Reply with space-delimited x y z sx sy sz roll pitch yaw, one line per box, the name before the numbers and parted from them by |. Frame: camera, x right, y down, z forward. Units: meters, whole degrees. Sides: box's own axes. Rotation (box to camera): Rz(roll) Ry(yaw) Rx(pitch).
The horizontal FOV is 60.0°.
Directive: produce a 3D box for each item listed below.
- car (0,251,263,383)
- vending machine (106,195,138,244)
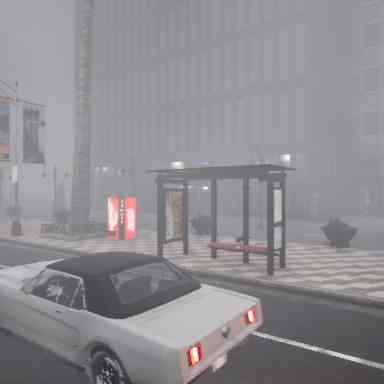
car | -1.485 1.600 5.015 4.718 1.301 1.895 0 0 36
vending machine | -3.178 1.195 15.172 0.880 2.100 1.100 0 0 35
